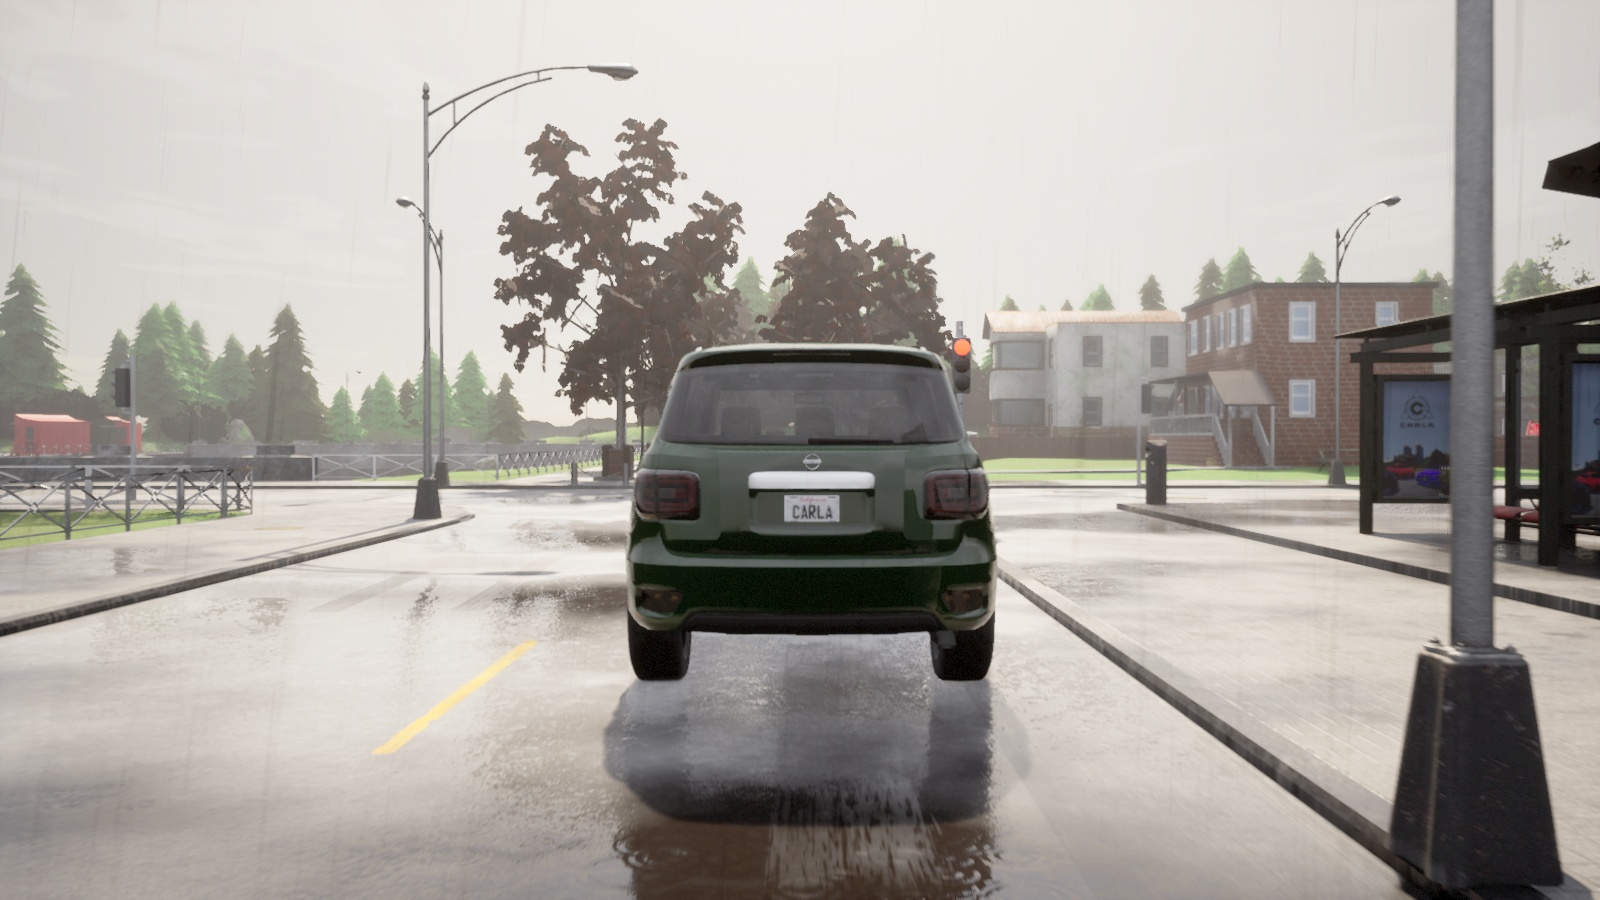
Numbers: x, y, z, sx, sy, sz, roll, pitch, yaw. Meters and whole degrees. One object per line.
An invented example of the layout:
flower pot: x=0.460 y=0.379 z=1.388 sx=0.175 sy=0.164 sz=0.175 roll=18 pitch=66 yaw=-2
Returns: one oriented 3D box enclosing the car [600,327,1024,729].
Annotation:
car: x=0.069 y=0.370 z=9.164 sx=2.150 sy=2.045 sz=5.566 roll=0 pitch=1 yaw=0
